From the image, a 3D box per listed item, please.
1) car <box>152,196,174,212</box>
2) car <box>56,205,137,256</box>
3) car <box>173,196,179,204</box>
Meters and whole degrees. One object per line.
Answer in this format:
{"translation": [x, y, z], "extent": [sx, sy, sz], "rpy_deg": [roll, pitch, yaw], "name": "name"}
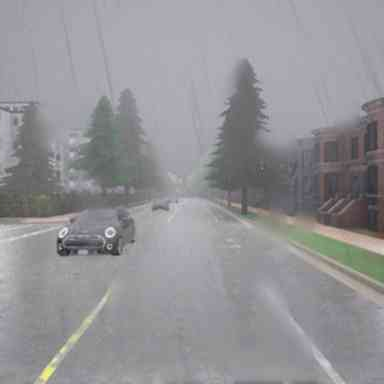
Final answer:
{"translation": [-3.572, 1.557, 39.019], "extent": [2.033, 1.411, 5.357], "rpy_deg": [0, 0, 0], "name": "car"}
{"translation": [-3.525, 1.357, 13.016], "extent": [2.097, 1.767, 4.553], "rpy_deg": [0, 0, 0], "name": "car"}
{"translation": [-3.620, 1.498, 65.107], "extent": [2.128, 1.511, 4.902], "rpy_deg": [0, 0, 0], "name": "car"}
